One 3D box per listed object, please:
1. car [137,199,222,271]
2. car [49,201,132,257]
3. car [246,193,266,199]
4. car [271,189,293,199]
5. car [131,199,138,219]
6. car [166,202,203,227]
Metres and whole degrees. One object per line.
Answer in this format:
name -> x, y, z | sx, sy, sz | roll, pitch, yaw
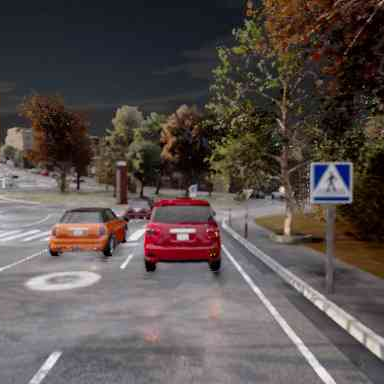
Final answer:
car -> -0.318, 1.246, 11.156 | 2.150, 2.045, 5.566 | 0, 0, -2
car -> -3.888, 1.380, 13.252 | 2.097, 1.767, 4.553 | 0, 0, -2
car -> 13.401, 0.718, 70.706 | 2.033, 1.411, 5.357 | -1, 2, -26
car -> 18.123, 0.372, 67.211 | 2.150, 2.045, 5.566 | -1, 2, -17
car -> -3.623, 1.311, 25.592 | 2.097, 1.767, 4.553 | 0, 1, 7
car -> -0.391, 1.519, 24.206 | 2.033, 1.411, 5.357 | 0, 0, 6
